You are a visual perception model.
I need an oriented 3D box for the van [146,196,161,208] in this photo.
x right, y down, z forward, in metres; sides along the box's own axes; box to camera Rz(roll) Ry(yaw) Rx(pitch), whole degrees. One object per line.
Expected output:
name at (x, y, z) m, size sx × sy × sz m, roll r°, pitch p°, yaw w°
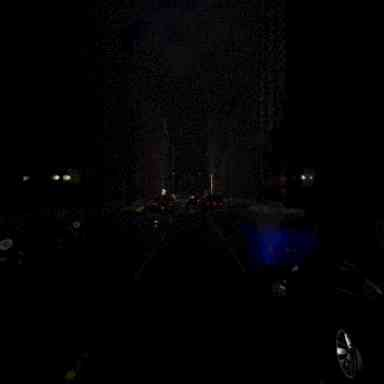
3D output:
van at (-5.801, 1.472, 50.329) m, size 1.690 × 1.788 × 3.998 m, roll 0°, pitch 0°, yaw 0°

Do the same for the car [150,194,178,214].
car at (-3.053, 1.315, 37.594) m, size 2.150 × 2.045 × 5.566 m, roll 0°, pitch 0°, yaw 0°

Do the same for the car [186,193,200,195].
car at (0.090, 1.559, 77.030) m, size 2.128 × 1.511 × 4.902 m, roll 0°, pitch 0°, yaw 0°

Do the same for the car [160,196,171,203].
car at (-5.774, 1.609, 72.889) m, size 1.967 × 1.590 × 4.097 m, roll 0°, pitch 0°, yaw 0°

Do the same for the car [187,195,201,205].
car at (0.091, 1.700, 60.778) m, size 2.033 × 1.411 × 5.357 m, roll 0°, pitch 0°, yaw 1°

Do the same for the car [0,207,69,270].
car at (-5.847, 1.457, 10.850) m, size 1.967 × 1.590 × 4.097 m, roll 0°, pitch 0°, yaw 0°

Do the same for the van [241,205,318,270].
van at (2.678, 1.358, 10.825) m, size 1.690 × 1.788 × 3.998 m, roll 0°, pitch 0°, yaw 0°

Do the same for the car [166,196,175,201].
car at (-5.754, 1.754, 89.808) m, size 1.947 × 1.339 × 4.313 m, roll 0°, pitch 0°, yaw 0°

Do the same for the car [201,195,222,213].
car at (2.438, 1.328, 38.514) m, size 2.150 × 2.045 × 5.566 m, roll 0°, pitch 0°, yaw 0°

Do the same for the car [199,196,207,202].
car at (2.765, 1.727, 84.133) m, size 1.887 × 1.381 × 4.507 m, roll 0°, pitch 0°, yaw 0°

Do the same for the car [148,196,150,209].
car at (-5.809, 1.641, 44.517) m, size 1.752 × 1.417 × 4.829 m, roll 0°, pitch 0°, yaw 0°

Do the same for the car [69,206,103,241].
car at (-5.840, 1.469, 16.488) m, size 1.967 × 1.590 × 4.097 m, roll 0°, pitch 0°, yaw 0°

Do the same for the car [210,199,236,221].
car at (2.699, 1.589, 27.948) m, size 1.752 × 1.417 × 4.829 m, roll 0°, pitch 0°, yaw 1°

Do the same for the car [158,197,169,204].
car at (-5.780, 1.744, 67.248) m, size 1.802 × 1.307 × 4.206 m, roll 0°, pitch 0°, yaw 0°

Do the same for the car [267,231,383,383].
car at (2.673, 1.573, 5.185) m, size 1.947 × 1.339 × 4.313 m, roll 0°, pitch 0°, yaw 0°

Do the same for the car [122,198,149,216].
car at (-5.828, 1.605, 33.204) m, size 1.752 × 1.417 × 4.829 m, roll 0°, pitch 0°, yaw 1°

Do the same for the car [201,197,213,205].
car at (2.739, 1.705, 61.576) m, size 2.008 × 1.369 × 4.403 m, roll 0°, pitch 0°, yaw 0°
